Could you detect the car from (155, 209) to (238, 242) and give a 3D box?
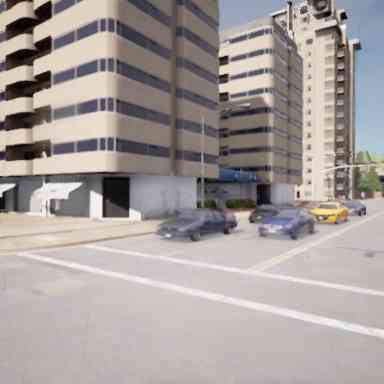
[{"bbox_3d":[0.452,1.573,17.117,2.033,1.411,5.357,0,0,35],"label":"car"}]

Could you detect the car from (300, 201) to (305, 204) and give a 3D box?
[{"bbox_3d":[11.541,1.582,32.829,1.812,1.442,4.674,0,0,35],"label":"car"}]

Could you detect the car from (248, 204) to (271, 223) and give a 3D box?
[{"bbox_3d":[5.771,1.604,24.658,1.994,1.385,4.181,0,0,35],"label":"car"}]

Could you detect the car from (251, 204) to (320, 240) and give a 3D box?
[{"bbox_3d":[5.106,1.572,17.609,1.812,1.442,4.674,0,0,35],"label":"car"}]

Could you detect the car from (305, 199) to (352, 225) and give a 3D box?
[{"bbox_3d":[10.413,1.538,25.169,1.882,1.535,5.008,0,0,35],"label":"car"}]

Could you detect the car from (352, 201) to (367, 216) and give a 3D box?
[{"bbox_3d":[16.173,1.603,33.311,1.812,1.442,4.674,0,0,35],"label":"car"}]

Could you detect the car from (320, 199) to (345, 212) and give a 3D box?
[{"bbox_3d":[17.513,1.599,41.237,1.812,1.442,4.674,0,0,36],"label":"car"}]
